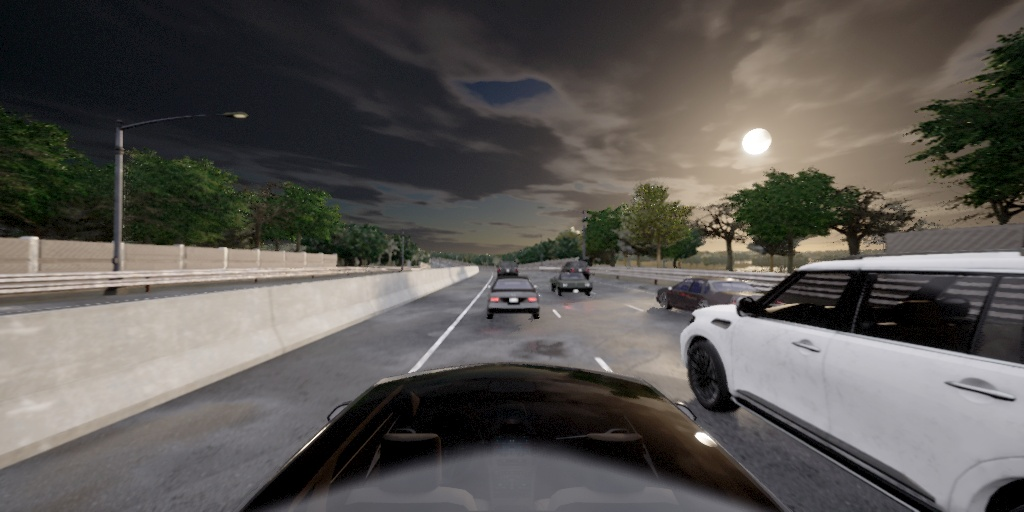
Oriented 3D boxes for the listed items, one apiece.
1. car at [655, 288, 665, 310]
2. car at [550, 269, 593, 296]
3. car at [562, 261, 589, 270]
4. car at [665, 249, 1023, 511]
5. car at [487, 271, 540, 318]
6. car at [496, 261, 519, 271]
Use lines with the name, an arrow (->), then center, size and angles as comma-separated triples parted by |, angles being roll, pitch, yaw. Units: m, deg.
car -> 7.032, 1.447, 12.797 | 2.033, 1.411, 5.357 | 0, -1, -1
car -> 3.413, 1.639, 21.549 | 1.895, 1.301, 4.718 | 0, -1, -1
car -> 6.536, 1.554, 37.383 | 2.150, 2.045, 5.566 | 0, -1, -2
car -> 3.589, 0.987, 3.002 | 2.150, 2.045, 5.566 | 0, -1, 0
car -> 0.024, 1.465, 13.730 | 2.033, 1.411, 5.357 | 0, -1, -1
car -> -0.470, 1.563, 37.484 | 2.150, 2.045, 5.566 | 0, -1, -2
